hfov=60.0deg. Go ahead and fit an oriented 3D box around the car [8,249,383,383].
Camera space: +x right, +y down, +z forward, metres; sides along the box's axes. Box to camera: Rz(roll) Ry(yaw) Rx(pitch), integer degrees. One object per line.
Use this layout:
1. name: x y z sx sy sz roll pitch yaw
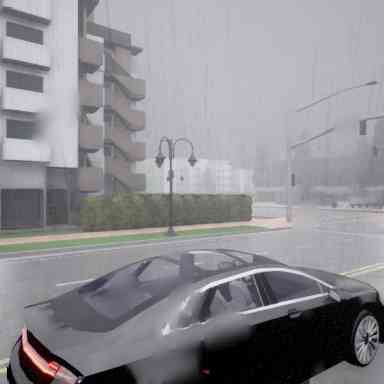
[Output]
1. car: 0.520 1.492 4.128 4.902 1.511 2.128 0 0 -35
